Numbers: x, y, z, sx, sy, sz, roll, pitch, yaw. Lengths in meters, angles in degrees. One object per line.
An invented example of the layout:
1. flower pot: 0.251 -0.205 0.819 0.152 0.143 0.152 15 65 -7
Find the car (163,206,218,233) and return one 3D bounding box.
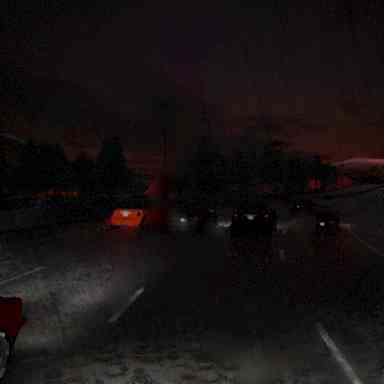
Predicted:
1. car: 0.192 1.511 19.403 1.994 1.385 4.181 0 0 18

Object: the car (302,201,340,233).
1. car: 7.730 1.500 19.777 1.812 1.442 4.674 0 0 21

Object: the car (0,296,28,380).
1. car: -3.214 1.582 2.311 1.895 1.301 4.718 0 0 3

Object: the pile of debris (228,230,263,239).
1. pile of debris: 2.751 2.139 16.925 1.500 0.140 1.860 0 0 17

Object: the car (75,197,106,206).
1. car: -10.987 1.330 37.842 1.882 1.535 5.008 0 0 28

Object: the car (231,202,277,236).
1. car: 3.566 1.310 18.502 2.097 1.767 4.553 1 0 18

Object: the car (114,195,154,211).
1. car: -6.618 1.219 38.529 2.097 1.767 4.553 0 0 30

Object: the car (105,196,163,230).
1. car: -3.059 1.282 20.652 2.097 1.767 4.553 0 0 18

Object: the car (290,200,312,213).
1. car: 11.869 1.496 34.909 2.033 1.411 5.357 0 0 33

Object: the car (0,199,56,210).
1. car: -16.692 1.387 34.303 2.033 1.411 5.357 0 0 24
